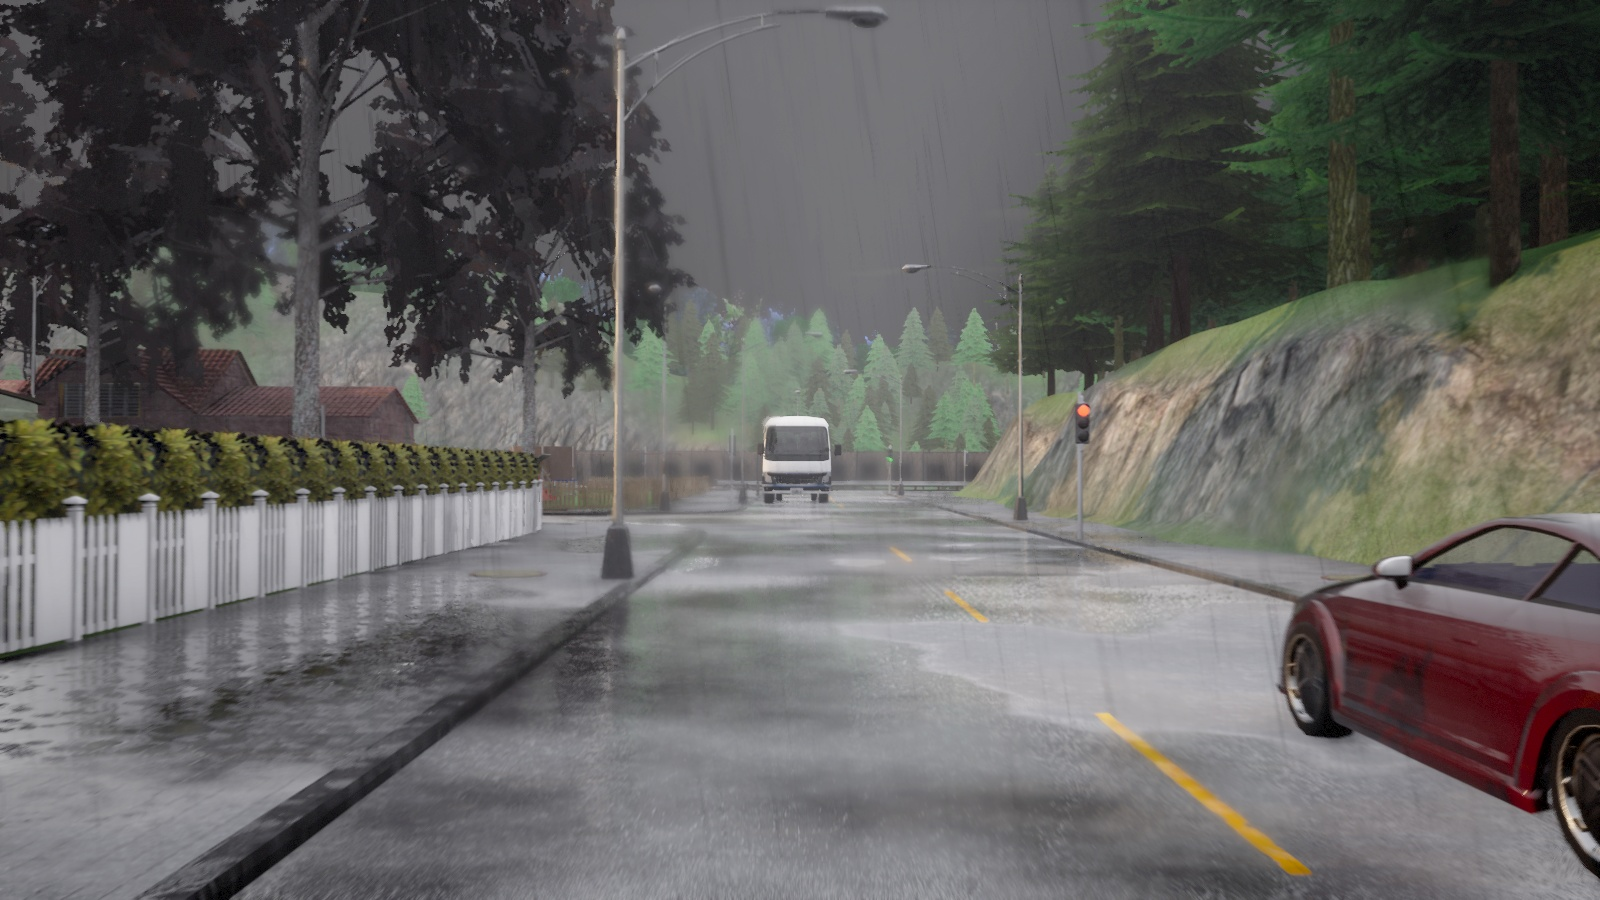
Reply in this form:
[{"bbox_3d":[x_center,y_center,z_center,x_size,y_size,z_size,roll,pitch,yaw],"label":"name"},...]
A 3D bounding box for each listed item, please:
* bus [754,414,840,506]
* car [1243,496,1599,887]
[{"bbox_3d":[-0.151,0.495,63.127,3.944,4.253,10.273,0,0,0],"label":"bus"},{"bbox_3d":[3.986,0.969,6.360,1.994,1.385,4.181,0,-1,0],"label":"car"}]
